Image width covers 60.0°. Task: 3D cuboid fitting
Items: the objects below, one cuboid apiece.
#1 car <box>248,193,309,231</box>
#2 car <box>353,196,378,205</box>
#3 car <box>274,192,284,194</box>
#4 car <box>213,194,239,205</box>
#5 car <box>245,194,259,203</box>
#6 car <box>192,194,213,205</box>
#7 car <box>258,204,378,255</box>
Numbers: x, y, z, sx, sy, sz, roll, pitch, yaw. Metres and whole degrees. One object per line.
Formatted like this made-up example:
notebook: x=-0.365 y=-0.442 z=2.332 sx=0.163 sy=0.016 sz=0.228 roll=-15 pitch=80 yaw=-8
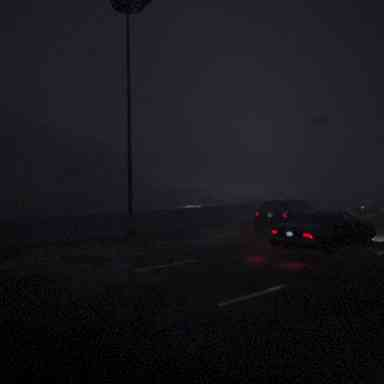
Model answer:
car: x=5.302 y=1.142 z=17.662 sx=4.553 sy=1.767 sz=2.097 roll=-1 pitch=1 yaw=-44
car: x=16.224 y=1.076 z=31.079 sx=1.812 sy=1.442 sz=4.674 roll=0 pitch=1 yaw=33
car: x=11.776 y=0.839 z=45.062 sx=2.097 sy=1.767 sz=4.553 roll=0 pitch=1 yaw=24
car: x=5.134 y=1.024 z=47.261 sx=1.882 sy=1.535 sz=5.008 roll=0 pitch=1 yaw=25
car: x=8.846 y=1.031 z=47.001 sx=1.812 sy=1.442 sz=4.674 roll=0 pitch=1 yaw=24
car: x=1.678 y=1.072 z=48.133 sx=2.128 sy=1.511 sz=4.902 roll=0 pitch=1 yaw=26
car: x=5.061 y=1.385 z=12.542 sx=5.357 sy=1.411 sz=2.033 roll=-1 pitch=1 yaw=-42
